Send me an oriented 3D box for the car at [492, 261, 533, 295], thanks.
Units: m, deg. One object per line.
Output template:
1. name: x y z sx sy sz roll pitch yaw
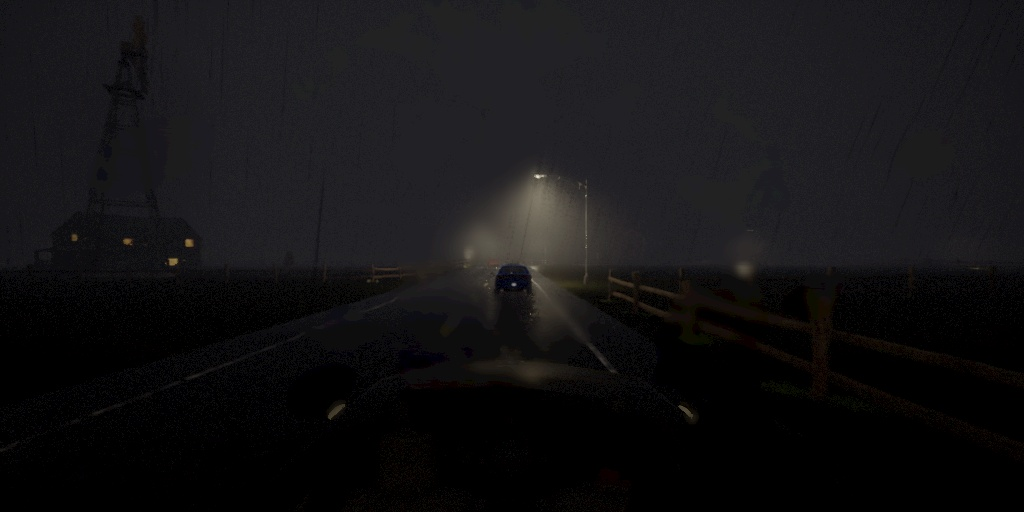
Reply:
1. car: 0.095 1.212 19.785 1.882 1.535 5.008 0 0 0
